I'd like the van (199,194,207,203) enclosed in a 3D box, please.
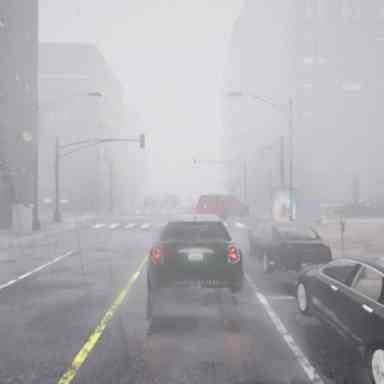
[{"bbox_3d":[2.457,1.486,76.346,1.690,1.788,3.998,1,0,0],"label":"van"}]

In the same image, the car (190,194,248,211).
[{"bbox_3d":[2.515,1.180,26.832,2.150,2.045,5.566,-2,-1,34],"label":"car"}]

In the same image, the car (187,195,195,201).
[{"bbox_3d":[-0.283,1.667,87.658,1.837,1.490,4.892,0,0,0],"label":"car"}]

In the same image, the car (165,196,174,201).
[{"bbox_3d":[-5.962,1.733,87.499,1.947,1.339,4.313,1,0,0],"label":"car"}]

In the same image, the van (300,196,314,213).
[{"bbox_3d":[13.650,1.348,35.346,3.998,1.788,1.690,0,0,0],"label":"van"}]

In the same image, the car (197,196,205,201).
[{"bbox_3d":[2.419,1.712,87.487,1.887,1.381,4.507,1,0,0],"label":"car"}]

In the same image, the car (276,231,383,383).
[{"bbox_3d":[2.816,1.559,4.728,2.008,1.369,4.403,1,0,0],"label":"car"}]

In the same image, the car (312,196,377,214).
[{"bbox_3d":[14.883,1.432,32.748,5.008,1.535,1.882,0,-1,1],"label":"car"}]

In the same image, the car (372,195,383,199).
[{"bbox_3d":[19.178,1.279,35.324,5.009,1.841,2.192,0,0,0],"label":"car"}]

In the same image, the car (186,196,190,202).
[{"bbox_3d":[-0.251,1.625,77.586,1.882,1.535,5.008,0,0,0],"label":"car"}]

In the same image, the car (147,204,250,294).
[{"bbox_3d":[0.074,1.368,9.016,2.097,1.767,4.553,0,0,0],"label":"car"}]

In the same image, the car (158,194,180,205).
[{"bbox_3d":[-3.276,1.312,48.163,2.150,2.045,5.566,0,0,-1],"label":"car"}]

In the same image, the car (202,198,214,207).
[{"bbox_3d":[2.527,1.683,54.060,1.802,1.307,4.206,1,0,0],"label":"car"}]

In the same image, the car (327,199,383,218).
[{"bbox_3d":[13.617,1.452,26.964,4.206,1.307,1.802,0,-1,0],"label":"car"}]

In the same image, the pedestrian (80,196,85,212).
[{"bbox_3d":[-12.652,1.405,38.405,0.375,1.860,0.375,0,0,0],"label":"pedestrian"}]

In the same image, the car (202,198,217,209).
[{"bbox_3d":[2.545,1.656,48.490,1.947,1.339,4.313,1,0,0],"label":"car"}]

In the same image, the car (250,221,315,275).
[{"bbox_3d":[2.798,1.569,10.297,2.008,1.369,4.403,1,0,0],"label":"car"}]

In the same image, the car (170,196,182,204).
[{"bbox_3d":[-3.219,1.620,67.802,2.128,1.511,4.902,0,0,0],"label":"car"}]

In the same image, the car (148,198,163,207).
[{"bbox_3d":[-5.853,1.646,54.074,1.887,1.381,4.507,1,0,0],"label":"car"}]

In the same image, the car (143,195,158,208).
[{"bbox_3d":[-5.832,1.406,48.503,2.192,1.841,5.009,1,0,0],"label":"car"}]
